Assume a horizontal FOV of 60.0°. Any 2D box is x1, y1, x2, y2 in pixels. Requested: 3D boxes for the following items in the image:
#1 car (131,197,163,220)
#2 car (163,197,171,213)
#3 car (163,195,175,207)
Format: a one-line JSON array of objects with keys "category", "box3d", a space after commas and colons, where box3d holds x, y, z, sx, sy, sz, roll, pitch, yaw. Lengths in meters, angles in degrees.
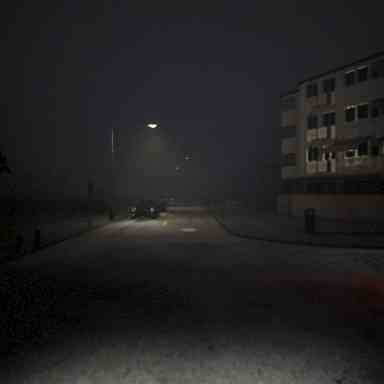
[{"category": "car", "box3d": [-4.096, 1.482, 29.949, 2.097, 1.767, 4.553, 0, 0, 0]}, {"category": "car", "box3d": [-4.089, 1.722, 40.379, 2.033, 1.411, 5.357, 0, 0, 0]}, {"category": "car", "box3d": [-4.041, 1.465, 56.696, 2.150, 2.045, 5.566, 0, 0, 0]}]
